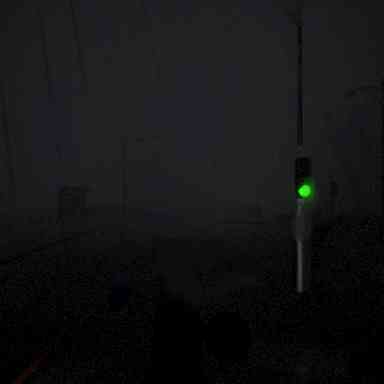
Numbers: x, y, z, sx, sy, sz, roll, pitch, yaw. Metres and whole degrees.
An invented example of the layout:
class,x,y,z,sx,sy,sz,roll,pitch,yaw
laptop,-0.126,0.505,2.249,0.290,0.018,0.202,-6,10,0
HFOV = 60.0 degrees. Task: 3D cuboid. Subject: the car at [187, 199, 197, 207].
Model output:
class,x,y,z,sx,sy,sz,roll,pitch,yaw
car,0.002,1.975,60.845,1.812,1.442,4.674,0,0,0
